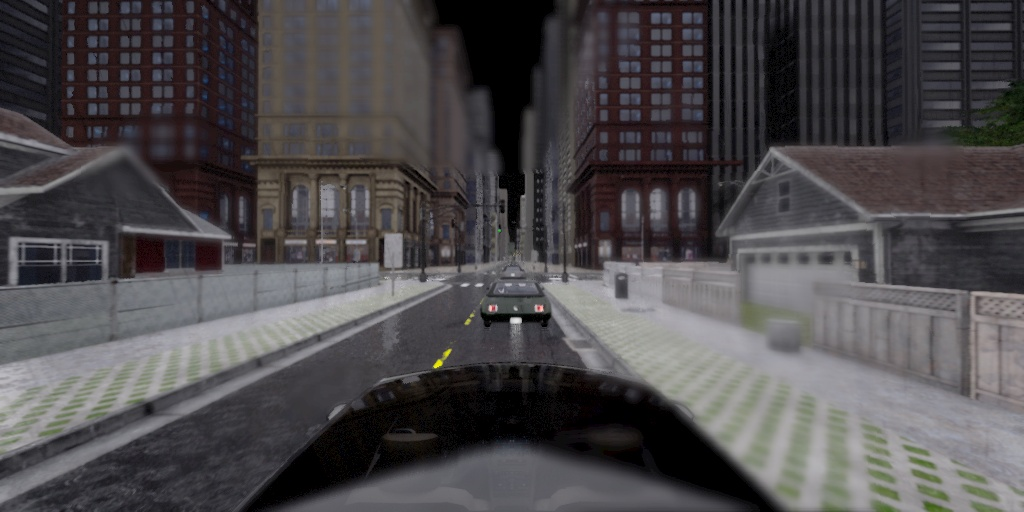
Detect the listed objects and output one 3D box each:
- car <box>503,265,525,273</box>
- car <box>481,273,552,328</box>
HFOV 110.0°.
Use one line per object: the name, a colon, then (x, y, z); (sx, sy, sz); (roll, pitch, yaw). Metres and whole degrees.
car: (0.168, 1.463, 30.133); (1.994, 1.385, 4.181); (0, 0, 1)
car: (0.110, 1.402, 11.546); (1.895, 1.301, 4.718); (0, 0, 0)
